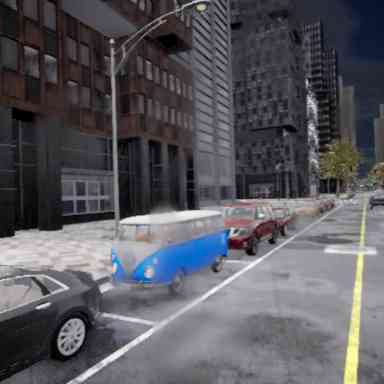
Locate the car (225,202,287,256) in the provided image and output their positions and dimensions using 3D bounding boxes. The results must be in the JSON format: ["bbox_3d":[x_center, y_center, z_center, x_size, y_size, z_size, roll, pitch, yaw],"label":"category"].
[{"bbox_3d":[2.132,1.371,13.709,2.192,1.841,5.009,-2,0,28],"label":"car"}]

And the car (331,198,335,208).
[{"bbox_3d":[14.936,1.394,38.191,1.887,1.381,4.507,-2,0,28],"label":"car"}]

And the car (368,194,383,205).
[{"bbox_3d":[27.016,1.106,48.833,1.994,1.385,4.181,-2,-1,28],"label":"car"}]

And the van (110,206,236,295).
[{"bbox_3d":[-0.427,1.438,8.813,1.690,1.788,3.998,-2,0,28],"label":"van"}]

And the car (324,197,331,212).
[{"bbox_3d":[12.377,1.435,33.295,1.887,1.381,4.507,-2,0,28],"label":"car"}]

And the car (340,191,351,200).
[{"bbox_3d":[35.079,1.071,76.687,1.752,1.417,4.829,-2,-1,28],"label":"car"}]

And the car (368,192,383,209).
[{"bbox_3d":[21.559,1.133,38.332,1.837,1.490,4.892,-2,0,28],"label":"car"}]

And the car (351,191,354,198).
[{"bbox_3d":[40.067,1.019,86.210,1.887,1.381,4.507,-2,-1,28],"label":"car"}]

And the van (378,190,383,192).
[{"bbox_3d":[45.208,0.556,77.670,1.690,1.788,3.998,-2,-1,28],"label":"van"}]

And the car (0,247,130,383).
[{"bbox_3d":[-2.980,1.689,3.914,2.008,1.369,4.403,-2,0,28],"label":"car"}]

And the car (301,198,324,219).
[{"bbox_3d":[9.738,1.458,28.247,1.752,1.417,4.829,-2,0,28],"label":"car"}]

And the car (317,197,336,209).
[{"bbox_3d":[17.496,1.354,43.088,1.887,1.381,4.507,-2,0,28],"label":"car"}]

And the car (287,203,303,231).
[{"bbox_3d":[4.698,1.559,18.604,1.887,1.381,4.507,-2,0,28],"label":"car"}]
